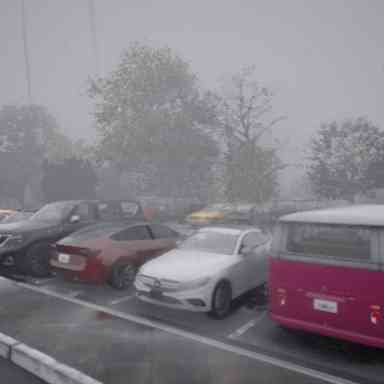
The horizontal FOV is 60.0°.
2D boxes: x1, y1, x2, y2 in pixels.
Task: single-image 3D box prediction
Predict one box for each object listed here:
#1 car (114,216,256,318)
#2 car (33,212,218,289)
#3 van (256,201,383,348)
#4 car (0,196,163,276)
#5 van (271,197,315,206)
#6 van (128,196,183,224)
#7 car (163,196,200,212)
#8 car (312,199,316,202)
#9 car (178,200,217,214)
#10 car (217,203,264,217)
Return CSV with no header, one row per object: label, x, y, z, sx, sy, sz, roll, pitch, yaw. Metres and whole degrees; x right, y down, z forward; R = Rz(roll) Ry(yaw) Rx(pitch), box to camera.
car,0.722,1.538,7.751,2.002,1.452,4.674,0,0,36
car,-1.521,1.536,9.387,2.163,1.488,4.792,0,0,36
van,3.046,1.263,6.231,1.878,1.987,4.442,0,0,36
car,-3.814,1.264,10.954,2.435,2.045,5.566,0,0,36
van,6.299,1.279,19.982,1.878,1.987,4.442,0,0,36
van,-2.812,1.338,26.493,1.878,1.987,4.442,-1,0,36
car,-0.512,1.286,24.739,2.435,2.045,5.566,-1,0,36
car,8.467,1.370,18.251,2.185,1.767,4.553,0,0,36
car,1.618,1.520,22.956,1.946,1.575,5.366,0,0,36
car,3.974,1.514,21.492,2.231,1.521,4.892,0,0,36
